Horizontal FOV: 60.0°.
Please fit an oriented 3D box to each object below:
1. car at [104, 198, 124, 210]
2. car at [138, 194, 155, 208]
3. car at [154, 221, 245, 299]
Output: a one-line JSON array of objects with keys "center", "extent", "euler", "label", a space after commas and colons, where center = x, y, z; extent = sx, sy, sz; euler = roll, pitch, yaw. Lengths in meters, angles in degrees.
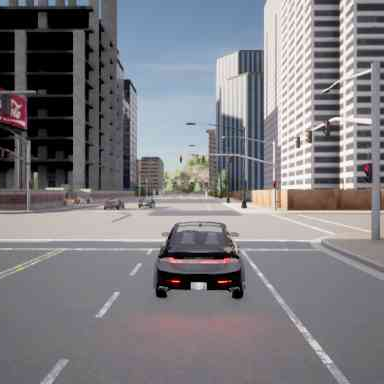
[{"center": [-9.993, 1.525, 43.065], "extent": [1.812, 1.442, 4.674], "euler": [0, 0, 1], "label": "car"}, {"center": [-6.422, 1.491, 47.509], "extent": [2.128, 1.511, 4.902], "euler": [0, 0, 1], "label": "car"}, {"center": [0.205, 1.491, 8.460], "extent": [2.128, 1.511, 4.902], "euler": [0, 0, 2], "label": "car"}]
